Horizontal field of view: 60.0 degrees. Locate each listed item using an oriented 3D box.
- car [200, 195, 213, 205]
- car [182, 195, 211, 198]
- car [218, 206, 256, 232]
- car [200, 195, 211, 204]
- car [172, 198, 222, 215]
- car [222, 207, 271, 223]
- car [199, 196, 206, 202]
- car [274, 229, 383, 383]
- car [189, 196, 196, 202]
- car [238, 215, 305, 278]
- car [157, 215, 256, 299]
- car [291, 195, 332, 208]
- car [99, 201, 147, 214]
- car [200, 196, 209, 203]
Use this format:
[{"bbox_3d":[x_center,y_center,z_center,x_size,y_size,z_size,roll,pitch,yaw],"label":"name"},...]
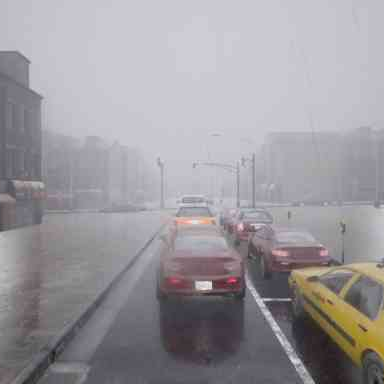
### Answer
[{"bbox_3d":[2.744,1.474,63.497,2.192,1.841,5.009,-1,0,0],"label":"car"},{"bbox_3d":[0.080,1.245,25.793,2.150,2.045,5.566,0,0,1],"label":"car"},{"bbox_3d":[2.670,1.597,20.751,1.802,1.307,4.206,0,0,0],"label":"car"},{"bbox_3d":[2.754,1.501,68.900,2.192,1.841,5.009,-1,0,0],"label":"car"},{"bbox_3d":[0.114,1.360,15.697,2.097,1.767,4.553,0,0,0],"label":"car"},{"bbox_3d":[2.660,1.448,15.285,1.967,1.590,4.097,0,0,0],"label":"car"},{"bbox_3d":[2.795,1.834,90.678,1.752,1.417,4.829,-1,0,0],"label":"car"},{"bbox_3d":[2.641,1.526,4.521,1.752,1.417,4.829,0,0,0],"label":"car"},{"bbox_3d":[0.152,1.755,83.155,1.837,1.490,4.892,0,0,0],"label":"car"},{"bbox_3d":[2.651,1.585,9.819,1.802,1.307,4.206,0,0,0],"label":"car"},{"bbox_3d":[0.137,1.528,8.322,1.812,1.442,4.674,0,0,-2],"label":"car"},{"bbox_3d":[14.809,1.113,41.240,4.892,1.490,1.837,-2,0,0],"label":"car"},{"bbox_3d":[-7.890,1.796,38.292,5.357,1.411,2.033,-2,0,0],"label":"car"},{"bbox_3d":[2.764,1.655,74.301,1.967,1.590,4.097,-1,0,0],"label":"car"}]
